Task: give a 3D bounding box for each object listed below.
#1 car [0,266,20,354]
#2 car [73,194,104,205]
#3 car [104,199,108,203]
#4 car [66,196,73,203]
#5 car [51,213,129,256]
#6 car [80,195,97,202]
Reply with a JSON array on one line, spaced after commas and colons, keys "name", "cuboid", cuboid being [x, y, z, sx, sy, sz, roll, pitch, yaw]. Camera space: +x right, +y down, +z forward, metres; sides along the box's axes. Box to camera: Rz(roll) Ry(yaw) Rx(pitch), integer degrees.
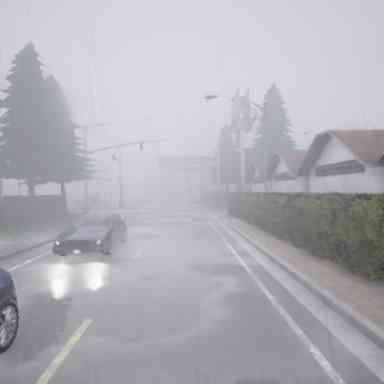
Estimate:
[{"name": "car", "cuboid": [-3.632, 1.405, 3.110, 2.097, 1.767, 4.553, -1, 0, -1]}, {"name": "car", "cuboid": [-17.983, 1.255, 57.698, 3.866, 1.878, 1.905, -1, 0, -2]}, {"name": "car", "cuboid": [-17.459, 1.524, 61.038, 3.806, 1.475, 1.970, -1, 0, -2]}, {"name": "car", "cuboid": [-25.563, 1.569, 73.240, 4.514, 1.523, 2.007, -1, 0, -2]}, {"name": "car", "cuboid": [-3.845, 1.582, 13.612, 2.033, 1.411, 5.357, -1, 0, -1]}, {"name": "car", "cuboid": [-25.794, 1.574, 83.230, 3.633, 1.501, 1.845, -1, 0, -2]}]
